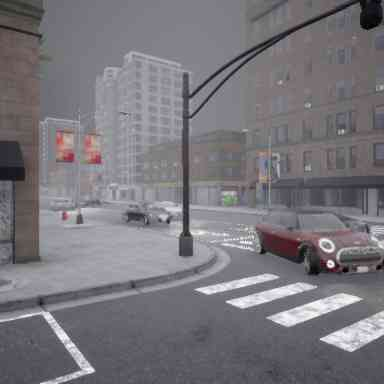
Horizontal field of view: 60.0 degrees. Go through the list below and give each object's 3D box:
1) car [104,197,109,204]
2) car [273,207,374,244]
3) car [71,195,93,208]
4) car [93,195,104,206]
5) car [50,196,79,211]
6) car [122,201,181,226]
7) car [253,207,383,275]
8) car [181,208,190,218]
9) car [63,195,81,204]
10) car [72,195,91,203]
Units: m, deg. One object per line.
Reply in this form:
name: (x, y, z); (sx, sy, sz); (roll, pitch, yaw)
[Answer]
car: (-16.184, 1.507, 57.994); (1.895, 1.301, 4.718); (0, 0, -36)
car: (6.389, 1.550, 16.432); (4.181, 1.385, 1.994); (0, 0, 43)
car: (-15.987, 1.421, 46.370); (2.128, 1.511, 4.902); (0, 0, -35)
car: (-16.077, 1.270, 52.297); (2.097, 1.767, 4.553); (0, 0, -36)
car: (-15.686, 1.542, 40.344); (1.895, 1.301, 4.718); (0, 0, -36)
car: (-3.191, 1.465, 22.999); (2.128, 1.511, 4.902); (0, 0, -36)
car: (3.737, 1.348, 10.542); (2.097, 1.767, 4.553); (0, 0, -15)
car: (-2.082, 1.490, 27.048); (1.812, 1.442, 4.674); (0, 0, -36)
car: (-21.750, 1.407, 60.159); (1.837, 1.490, 4.892); (0, 0, -36)
car: (-22.086, 1.436, 66.170); (2.033, 1.411, 5.357); (0, 0, -36)
